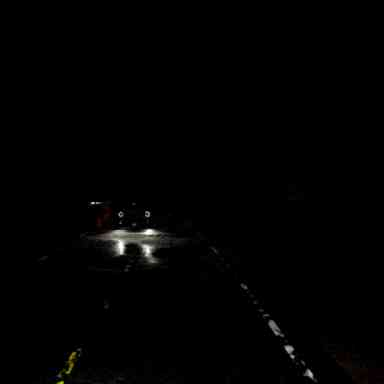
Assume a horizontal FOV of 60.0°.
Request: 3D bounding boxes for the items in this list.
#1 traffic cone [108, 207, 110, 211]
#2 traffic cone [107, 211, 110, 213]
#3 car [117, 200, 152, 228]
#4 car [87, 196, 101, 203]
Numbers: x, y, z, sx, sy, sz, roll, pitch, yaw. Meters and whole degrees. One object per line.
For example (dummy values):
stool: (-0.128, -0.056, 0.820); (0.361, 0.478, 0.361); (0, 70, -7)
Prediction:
traffic cone: (-7.794, 1.944, 31.011); (0.340, 0.580, 0.340); (0, 0, -13)
traffic cone: (-6.790, 1.946, 26.206); (0.340, 0.580, 0.340); (0, 0, -11)
car: (-3.777, 1.344, 21.879); (2.097, 1.767, 4.553); (0, 0, -10)
car: (-21.028, 1.546, 71.144); (1.994, 1.385, 4.181); (0, 0, -33)
